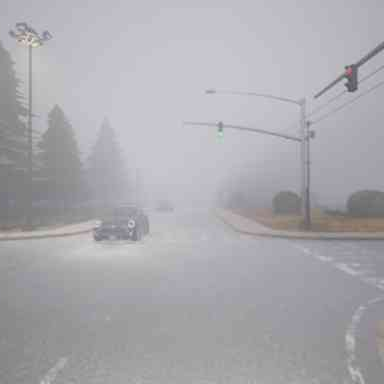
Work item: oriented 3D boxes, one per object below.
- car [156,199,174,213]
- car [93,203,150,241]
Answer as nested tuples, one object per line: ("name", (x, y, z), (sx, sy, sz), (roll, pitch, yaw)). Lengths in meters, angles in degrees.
("car", (-3.478, 1.731, 43.120), (2.097, 1.767, 4.553), (0, -1, 0))
("car", (-3.534, 1.500, 17.399), (2.097, 1.767, 4.553), (0, -1, 2))
